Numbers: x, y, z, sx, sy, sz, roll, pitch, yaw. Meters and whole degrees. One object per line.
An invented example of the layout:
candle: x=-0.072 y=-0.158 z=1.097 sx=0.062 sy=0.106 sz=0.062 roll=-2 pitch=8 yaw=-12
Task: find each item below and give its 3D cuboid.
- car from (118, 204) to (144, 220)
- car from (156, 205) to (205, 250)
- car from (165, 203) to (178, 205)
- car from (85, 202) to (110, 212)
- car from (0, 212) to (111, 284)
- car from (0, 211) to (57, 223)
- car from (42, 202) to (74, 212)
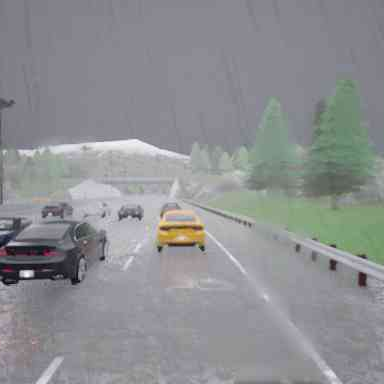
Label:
car: x=-5.238 y=1.737 z=29.102 sx=1.895 sy=1.301 sz=4.718 roll=0 pitch=0 yaw=-5
car: x=-0.538 y=1.541 z=14.650 sx=1.882 sy=1.535 sz=5.008 roll=0 pitch=0 yaw=-4
car: x=-1.900 y=1.700 z=31.015 sx=1.994 sy=1.385 sz=4.181 roll=0 pitch=0 yaw=-5
car: x=-9.015 y=1.682 z=31.855 sx=1.812 sy=1.442 sz=4.674 roll=0 pitch=0 yaw=-5
car: x=-3.743 y=1.555 z=9.720 sx=1.837 sy=1.490 sz=4.892 roll=0 pitch=0 yaw=-3
car: x=-7.463 y=1.676 z=13.703 sx=1.895 sy=1.301 sz=4.718 roll=0 pitch=0 yaw=-4
car: x=-12.447 y=1.665 z=31.090 sx=1.837 sy=1.490 sz=4.892 roll=0 pitch=0 yaw=-5
